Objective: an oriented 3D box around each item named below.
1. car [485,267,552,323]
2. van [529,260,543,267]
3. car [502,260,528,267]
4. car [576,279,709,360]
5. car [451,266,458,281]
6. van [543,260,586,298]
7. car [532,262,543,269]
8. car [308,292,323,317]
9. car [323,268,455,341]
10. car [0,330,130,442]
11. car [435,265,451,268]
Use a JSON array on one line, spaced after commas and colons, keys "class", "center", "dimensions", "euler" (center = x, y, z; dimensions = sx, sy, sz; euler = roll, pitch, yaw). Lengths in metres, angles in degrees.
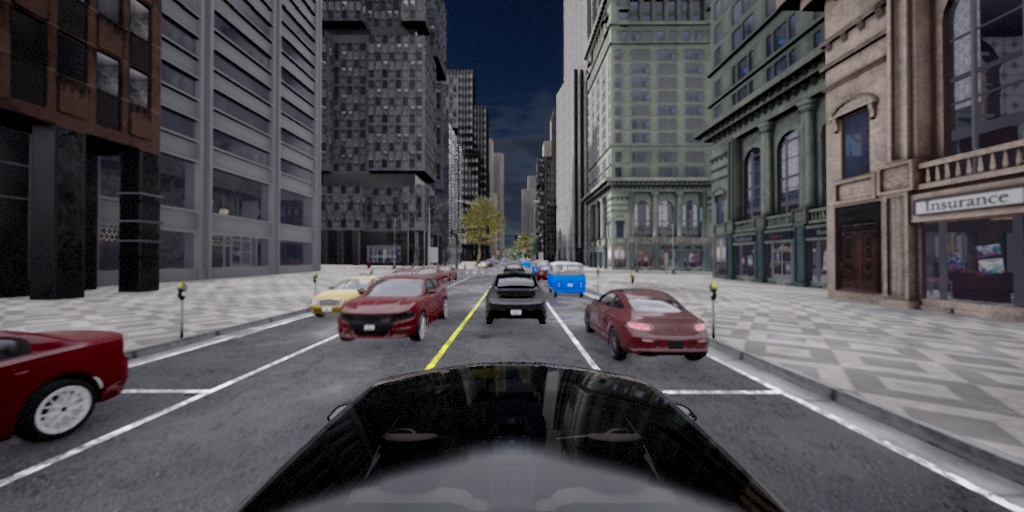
[{"class": "car", "center": [0.126, 1.324, 12.438], "dimensions": [1.837, 1.490, 4.892], "euler": [0, 0, 0]}, {"class": "van", "center": [2.873, 1.305, 35.774], "dimensions": [1.690, 1.789, 3.998], "euler": [0, 0, 0]}, {"class": "car", "center": [0.185, 1.418, 32.174], "dimensions": [1.882, 1.535, 5.008], "euler": [0, 0, 0]}, {"class": "car", "center": [2.785, 1.372, 8.150], "dimensions": [1.802, 1.307, 4.207], "euler": [0, 0, 0]}, {"class": "car", "center": [-5.700, 1.474, 30.293], "dimensions": [1.888, 1.381, 4.507], "euler": [0, 0, 0]}, {"class": "van", "center": [2.820, 1.200, 19.200], "dimensions": [1.690, 1.789, 3.998], "euler": [0, 0, 0]}, {"class": "car", "center": [2.855, 1.474, 30.249], "dimensions": [1.888, 1.381, 4.507], "euler": [0, 0, 0]}, {"class": "car", "center": [-5.747, 1.350, 13.548], "dimensions": [1.751, 1.417, 4.829], "euler": [0, 0, 0]}, {"class": "car", "center": [-3.069, 1.280, 10.219], "dimensions": [1.882, 1.535, 5.008], "euler": [0, 0, 0]}, {"class": "car", "center": [-5.777, 1.301, 2.667], "dimensions": [1.888, 1.381, 4.507], "euler": [0, 0, 0]}, {"class": "car", "center": [-5.715, 1.439, 24.768], "dimensions": [1.888, 1.381, 4.507], "euler": [0, 0, 0]}]
